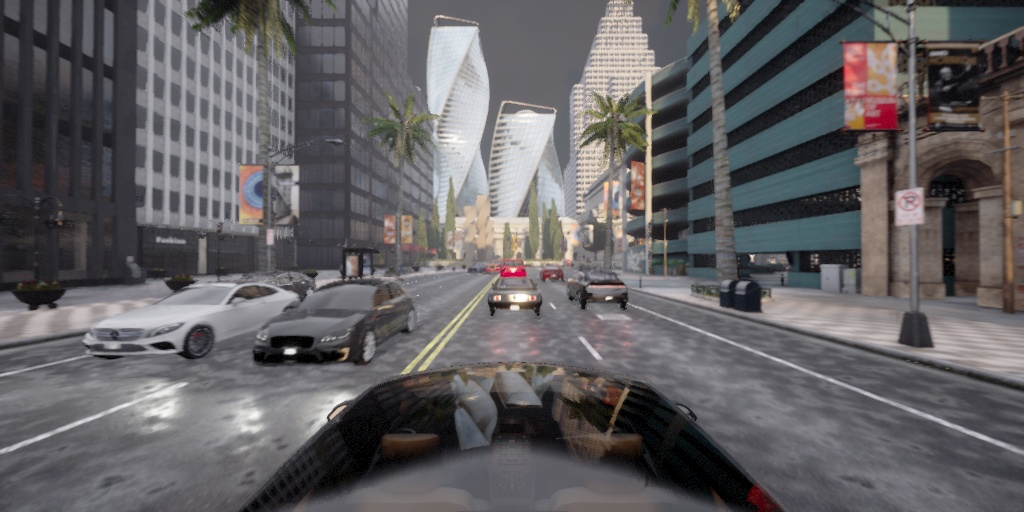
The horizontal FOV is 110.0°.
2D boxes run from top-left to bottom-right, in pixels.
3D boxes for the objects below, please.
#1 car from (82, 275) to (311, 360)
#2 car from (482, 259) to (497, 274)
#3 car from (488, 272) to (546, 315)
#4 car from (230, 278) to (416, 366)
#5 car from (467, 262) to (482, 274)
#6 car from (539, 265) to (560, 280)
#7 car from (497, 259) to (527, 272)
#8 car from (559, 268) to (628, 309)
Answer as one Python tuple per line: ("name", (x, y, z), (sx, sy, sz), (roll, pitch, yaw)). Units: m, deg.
("car", (-7.101, 1.350, 8.706), (1.812, 1.442, 4.674), (0, -1, 0))
("car", (-1.969, 1.496, 50.722), (2.150, 2.045, 5.566), (0, 0, 15))
("car", (0.100, 1.487, 14.357), (1.895, 1.301, 4.718), (0, -1, 0))
("car", (-3.601, 1.325, 8.252), (1.837, 1.490, 4.892), (0, -1, 0))
("car", (-4.873, 1.650, 52.758), (2.097, 1.767, 4.553), (0, -1, 17))
("car", (3.602, 1.567, 33.261), (1.882, 1.535, 5.008), (0, -1, 0))
("car", (0.099, 1.284, 30.782), (2.150, 2.045, 5.566), (0, -1, 0))
("car", (3.600, 1.393, 15.757), (2.128, 1.511, 4.902), (0, -1, 0))
